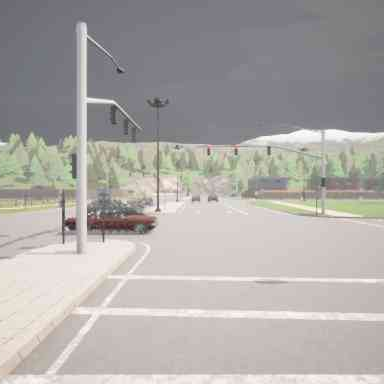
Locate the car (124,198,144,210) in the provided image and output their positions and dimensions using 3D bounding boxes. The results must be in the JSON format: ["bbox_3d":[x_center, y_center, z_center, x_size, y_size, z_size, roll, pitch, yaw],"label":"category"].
[{"bbox_3d":[-7.577,1.526,44.005,1.812,1.442,4.674,0,0,0],"label":"car"}]

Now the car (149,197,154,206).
[{"bbox_3d":[-7.430,1.491,54.373,2.128,1.511,4.902,0,0,1],"label":"car"}]

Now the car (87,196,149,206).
[{"bbox_3d":[-5.844,1.352,25.120,4.553,1.767,2.097,0,0,0],"label":"car"}]

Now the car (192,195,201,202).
[{"bbox_3d":[0.866,1.358,69.850,2.128,1.511,4.902,0,0,1],"label":"car"}]

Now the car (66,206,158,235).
[{"bbox_3d":[-4.205,1.601,18.109,4.718,1.301,1.895,0,0,0],"label":"car"}]

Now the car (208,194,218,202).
[{"bbox_3d":[4.366,1.188,69.775,2.097,1.767,4.553,0,0,1],"label":"car"}]
